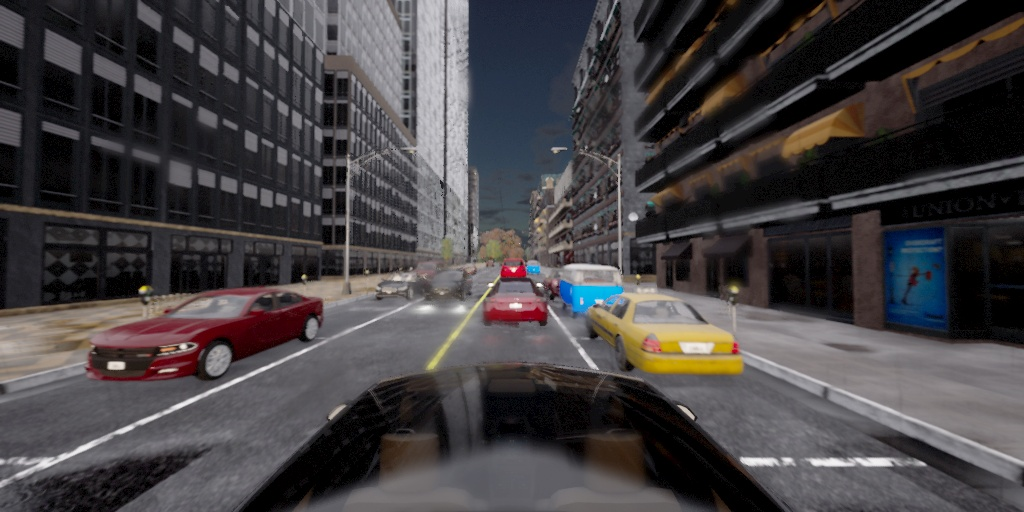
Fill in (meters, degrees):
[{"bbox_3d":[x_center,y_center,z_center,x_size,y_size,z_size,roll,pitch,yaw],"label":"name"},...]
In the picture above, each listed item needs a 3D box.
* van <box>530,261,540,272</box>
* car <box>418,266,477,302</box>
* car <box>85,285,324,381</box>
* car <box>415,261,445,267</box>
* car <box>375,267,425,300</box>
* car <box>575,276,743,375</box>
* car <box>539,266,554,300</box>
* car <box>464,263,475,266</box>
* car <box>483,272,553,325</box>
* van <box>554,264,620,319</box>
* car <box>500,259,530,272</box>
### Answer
[{"bbox_3d":[2.739,1.545,46.986,1.690,1.789,3.998,0,0,0],"label":"van"},{"bbox_3d":[-3.083,1.420,18.230,1.837,1.490,4.892,0,-1,0],"label":"car"},{"bbox_3d":[-5.685,1.352,7.390,1.888,1.381,4.507,0,0,0],"label":"car"},{"bbox_3d":[-5.666,1.292,24.360,2.192,1.841,5.009,0,0,0],"label":"car"},{"bbox_3d":[-5.672,1.471,18.704,2.007,1.370,4.403,0,0,0],"label":"car"},{"bbox_3d":[2.696,1.332,7.557,1.751,1.417,4.829,0,0,0],"label":"car"},{"bbox_3d":[2.708,1.360,18.701,1.967,1.591,4.097,0,0,0],"label":"car"},{"bbox_3d":[-5.642,1.644,46.989,1.967,1.591,4.097,0,0,0],"label":"car"},{"bbox_3d":[0.110,1.421,12.311,1.994,1.385,4.181,0,0,0],"label":"car"},{"bbox_3d":[2.702,1.204,13.044,1.690,1.789,3.998,0,0,0],"label":"van"},{"bbox_3d":[0.131,1.269,31.219,2.150,2.045,5.566,0,0,0],"label":"car"}]
